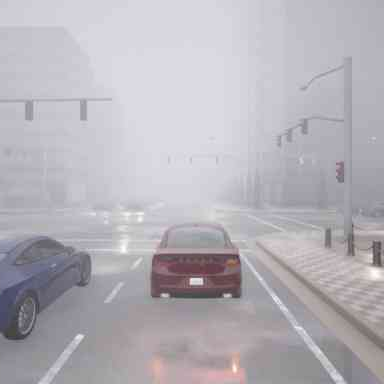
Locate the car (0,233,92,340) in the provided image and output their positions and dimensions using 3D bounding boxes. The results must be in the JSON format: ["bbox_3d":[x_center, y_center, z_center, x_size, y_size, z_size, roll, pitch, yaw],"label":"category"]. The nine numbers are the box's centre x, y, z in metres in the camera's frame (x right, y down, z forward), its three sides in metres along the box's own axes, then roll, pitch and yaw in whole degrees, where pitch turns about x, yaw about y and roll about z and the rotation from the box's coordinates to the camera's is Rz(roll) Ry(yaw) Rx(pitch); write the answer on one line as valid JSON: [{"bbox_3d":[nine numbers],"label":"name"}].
[{"bbox_3d":[-3.417,1.526,6.407,1.812,1.442,4.674,0,0,0],"label":"car"}]

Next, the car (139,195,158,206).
[{"bbox_3d":[-6.985,1.525,53.224,1.812,1.442,4.674,0,0,0],"label":"car"}]

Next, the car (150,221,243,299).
[{"bbox_3d":[0.097,1.478,8.535,1.882,1.535,5.008,0,0,0],"label":"car"}]

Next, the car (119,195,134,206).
[{"bbox_3d":[-10.479,1.352,54.452,2.097,1.767,4.553,0,0,0],"label":"car"}]

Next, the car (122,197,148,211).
[{"bbox_3d":[-6.767,1.601,39.847,1.895,1.301,4.718,0,0,-3],"label":"car"}]

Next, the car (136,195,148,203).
[{"bbox_3d":[-10.362,1.500,69.525,1.837,1.490,4.892,0,0,0],"label":"car"}]

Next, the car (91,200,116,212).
[{"bbox_3d":[-10.518,1.601,39.870,1.895,1.301,4.718,0,0,0],"label":"car"}]

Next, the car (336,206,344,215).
[{"bbox_3d":[15.995,1.545,30.916,4.718,1.301,1.895,0,0,0],"label":"car"}]

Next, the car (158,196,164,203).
[{"bbox_3d":[-6.870,1.510,68.227,2.128,1.511,4.902,0,0,0],"label":"car"}]

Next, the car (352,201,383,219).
[{"bbox_3d":[16.333,1.433,27.413,4.902,1.511,2.128,0,0,0],"label":"car"}]
